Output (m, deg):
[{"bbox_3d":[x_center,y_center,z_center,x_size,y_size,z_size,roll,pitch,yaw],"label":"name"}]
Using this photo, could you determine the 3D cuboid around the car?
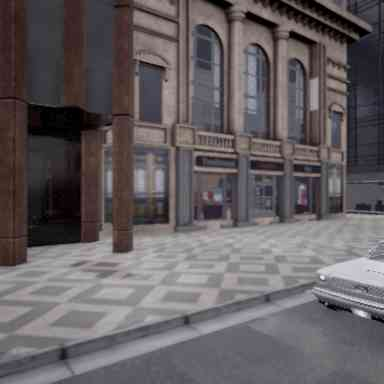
[{"bbox_3d":[4.461,1.594,6.487,4.718,1.301,1.895,0,0,-35],"label":"car"}]
